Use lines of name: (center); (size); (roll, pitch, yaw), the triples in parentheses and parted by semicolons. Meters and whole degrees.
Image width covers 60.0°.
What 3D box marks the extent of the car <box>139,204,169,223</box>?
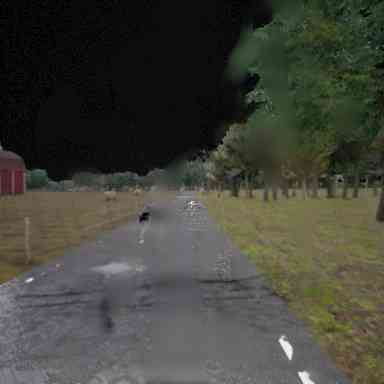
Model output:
car: (-2.849, 1.589, 25.351); (1.895, 1.301, 4.718); (0, 0, 0)
